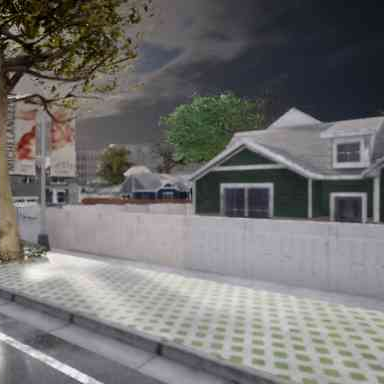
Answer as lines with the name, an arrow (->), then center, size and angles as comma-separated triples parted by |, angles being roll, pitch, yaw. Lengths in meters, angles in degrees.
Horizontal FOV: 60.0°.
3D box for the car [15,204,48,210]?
car -> -10.558, 1.676, 23.250 | 2.097, 1.767, 4.553 | 0, -1, 33
